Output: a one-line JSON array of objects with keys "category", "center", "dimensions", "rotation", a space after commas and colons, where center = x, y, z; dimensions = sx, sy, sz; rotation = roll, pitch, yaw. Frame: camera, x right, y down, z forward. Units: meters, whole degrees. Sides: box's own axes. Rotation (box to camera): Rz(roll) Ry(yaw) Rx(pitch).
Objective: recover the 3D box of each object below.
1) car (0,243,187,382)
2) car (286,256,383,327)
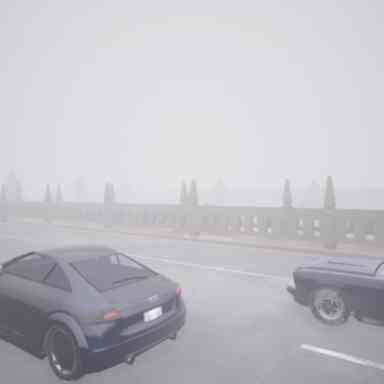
[{"category": "car", "center": [-2.140, 1.570, 5.522], "dimensions": [4.181, 1.385, 1.994], "rotation": [0, 0, 36]}, {"category": "car", "center": [4.064, 1.601, 5.393], "dimensions": [4.718, 1.301, 1.895], "rotation": [0, 0, 36]}]
